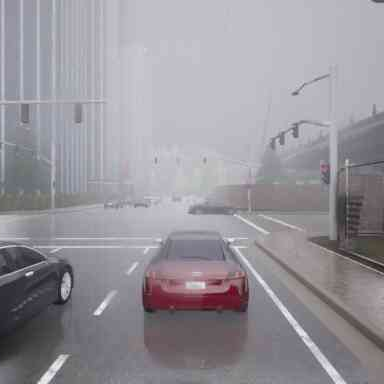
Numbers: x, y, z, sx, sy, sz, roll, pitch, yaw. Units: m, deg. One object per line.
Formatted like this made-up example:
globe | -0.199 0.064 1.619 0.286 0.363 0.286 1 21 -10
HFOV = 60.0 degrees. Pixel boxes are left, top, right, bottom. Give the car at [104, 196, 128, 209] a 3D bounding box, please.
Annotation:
car | -10.609 1.492 45.352 2.128 1.511 4.902 0 0 0

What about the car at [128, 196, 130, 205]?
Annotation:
car | -10.604 1.505 54.596 1.837 1.490 4.892 0 0 0

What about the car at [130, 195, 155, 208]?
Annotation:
car | -7.106 1.547 47.978 2.033 1.411 5.357 0 0 0

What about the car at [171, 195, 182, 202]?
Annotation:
car | -3.528 1.495 74.269 1.837 1.490 4.892 0 0 0

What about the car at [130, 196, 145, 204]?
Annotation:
car | -10.556 1.547 64.911 2.033 1.411 5.357 0 0 1

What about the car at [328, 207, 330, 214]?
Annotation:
car | 15.617 1.533 31.816 5.008 1.535 1.882 0 0 0

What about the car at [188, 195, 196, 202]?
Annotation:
car | -0.028 1.519 74.585 1.812 1.442 4.674 0 0 0

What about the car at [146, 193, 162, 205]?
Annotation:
car | -7.096 1.221 58.168 2.150 2.045 5.566 0 0 1

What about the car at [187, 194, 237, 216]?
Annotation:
car | 1.921 1.377 31.783 4.553 1.767 2.097 0 0 0

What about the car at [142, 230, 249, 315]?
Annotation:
car | 0.069 1.564 7.680 1.994 1.385 4.181 0 0 0

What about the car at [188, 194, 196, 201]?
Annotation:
car | -0.031 1.361 84.694 1.837 1.490 4.892 0 0 0

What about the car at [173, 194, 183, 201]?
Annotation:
car | -3.531 1.386 84.693 2.128 1.511 4.902 0 0 0

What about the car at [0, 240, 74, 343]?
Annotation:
car | -3.444 1.505 5.222 1.837 1.490 4.892 0 0 0
